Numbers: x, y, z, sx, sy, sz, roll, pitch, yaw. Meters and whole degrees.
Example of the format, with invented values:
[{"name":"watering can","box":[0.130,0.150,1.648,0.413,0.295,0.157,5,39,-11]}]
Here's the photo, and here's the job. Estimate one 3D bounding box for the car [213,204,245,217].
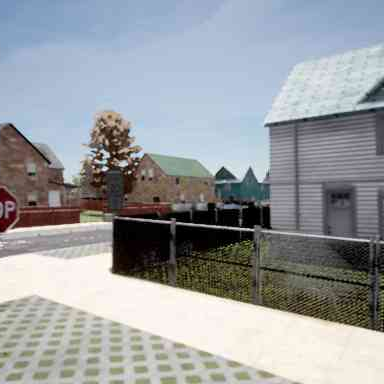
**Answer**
[{"name":"car","box":[3.852,1.910,32.862,2.033,1.411,5.357,-1,-1,35]}]
